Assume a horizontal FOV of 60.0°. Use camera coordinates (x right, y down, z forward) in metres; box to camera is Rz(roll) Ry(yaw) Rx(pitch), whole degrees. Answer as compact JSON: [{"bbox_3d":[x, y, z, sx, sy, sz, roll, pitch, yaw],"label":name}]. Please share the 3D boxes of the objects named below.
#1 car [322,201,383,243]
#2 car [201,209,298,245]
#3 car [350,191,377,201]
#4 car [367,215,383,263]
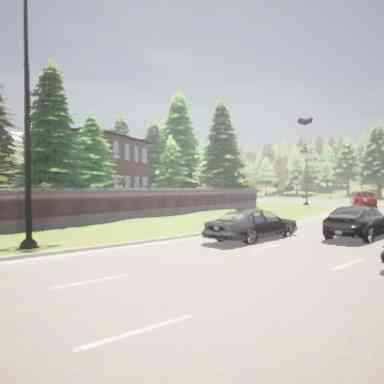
[{"bbox_3d":[7.678,1.377,15.300,1.837,1.490,4.892,0,1,45],"label":"car"},{"bbox_3d":[2.790,1.496,15.247,5.357,1.411,2.033,-1,0,-44],"label":"car"},{"bbox_3d":[18.062,0.916,35.107,2.150,2.045,5.566,0,0,23],"label":"car"},{"bbox_3d":[7.323,1.429,9.905,5.357,1.411,2.033,-1,0,-44],"label":"car"}]
